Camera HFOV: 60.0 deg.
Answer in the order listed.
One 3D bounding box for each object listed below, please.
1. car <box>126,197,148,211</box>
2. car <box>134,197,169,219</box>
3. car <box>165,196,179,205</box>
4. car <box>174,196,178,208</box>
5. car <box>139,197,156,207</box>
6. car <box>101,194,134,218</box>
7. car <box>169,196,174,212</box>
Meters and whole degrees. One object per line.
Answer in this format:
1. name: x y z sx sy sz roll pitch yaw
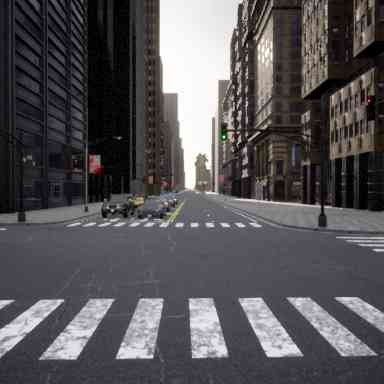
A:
1. car: -6.678 1.436 40.611 1.882 1.535 5.008 0 0 0
2. car: -3.409 1.329 29.004 2.097 1.767 4.553 0 0 0
3. car: -3.443 1.477 58.427 2.033 1.411 5.357 0 0 0
4. car: -3.460 1.511 48.011 1.994 1.385 4.181 0 0 -1
5. car: -6.705 1.507 50.502 1.994 1.385 4.181 0 0 0
6. car: -6.664 1.196 30.606 2.150 2.045 5.566 0 0 0
7. car: -3.431 1.488 37.985 1.812 1.442 4.674 0 0 0
